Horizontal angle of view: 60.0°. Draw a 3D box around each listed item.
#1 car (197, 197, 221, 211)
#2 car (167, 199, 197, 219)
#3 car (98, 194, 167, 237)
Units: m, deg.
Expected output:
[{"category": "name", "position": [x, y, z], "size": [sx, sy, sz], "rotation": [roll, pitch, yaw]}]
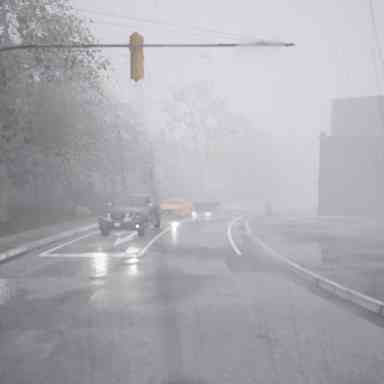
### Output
[{"category": "car", "position": [1.843, 1.265, 37.554], "size": [1.882, 1.535, 5.008], "rotation": [2, 1, 23]}, {"category": "car", "position": [-1.362, 1.305, 28.000], "size": [1.882, 1.535, 5.008], "rotation": [1, 1, 15]}, {"category": "car", "position": [-3.121, 1.125, 18.062], "size": [2.150, 2.045, 5.566], "rotation": [0, 0, 7]}]
